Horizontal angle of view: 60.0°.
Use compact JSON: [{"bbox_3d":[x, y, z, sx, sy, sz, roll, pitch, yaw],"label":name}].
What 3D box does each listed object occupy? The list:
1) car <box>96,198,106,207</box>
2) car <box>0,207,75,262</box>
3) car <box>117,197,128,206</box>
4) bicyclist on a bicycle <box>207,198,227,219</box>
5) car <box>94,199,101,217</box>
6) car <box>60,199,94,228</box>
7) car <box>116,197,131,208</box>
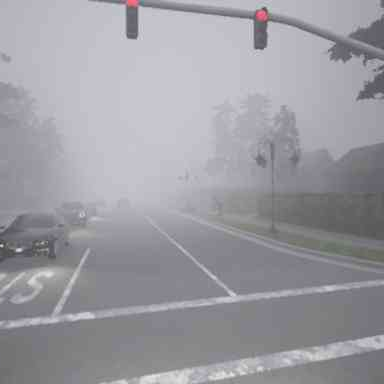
[{"bbox_3d":[-14.188,1.651,50.748,1.994,1.385,4.181,0,0,-12],"label":"car"},{"bbox_3d":[-5.843,1.545,12.606,1.837,1.490,4.892,0,0,-12],"label":"car"},{"bbox_3d":[-12.312,1.586,58.518,1.812,1.442,4.674,0,0,-12],"label":"car"},{"bbox_3d":[1.958,1.276,25.874,1.656,1.620,0.582,-1,0,-12],"label":"bicyclist on a bicycle"},{"bbox_3d":[-10.142,1.629,32.073,1.994,1.385,4.181,0,0,-12],"label":"car"},{"bbox_3d":[-7.998,1.404,22.346,2.097,1.767,4.553,0,0,-12],"label":"car"},{"bbox_3d":[-9.967,1.548,48.379,2.128,1.511,4.902,0,0,-12],"label":"car"}]
